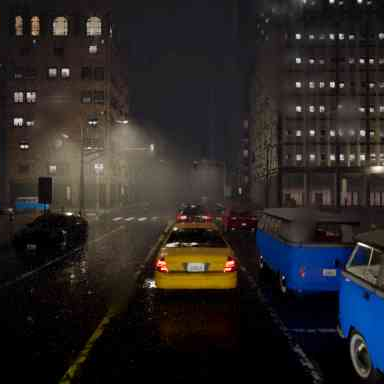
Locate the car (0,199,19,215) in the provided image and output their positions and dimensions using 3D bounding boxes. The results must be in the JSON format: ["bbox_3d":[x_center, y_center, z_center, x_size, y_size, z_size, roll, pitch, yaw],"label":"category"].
[{"bbox_3d":[-19.845,1.620,32.456,4.403,1.369,2.008,0,0,1],"label":"car"}]

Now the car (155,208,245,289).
[{"bbox_3d":[0.097,1.458,9.131,1.801,1.575,5.366,0,0,0],"label":"car"}]

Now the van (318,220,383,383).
[{"bbox_3d":[2.703,1.342,2.795,1.690,1.788,3.998,1,0,0],"label":"van"}]

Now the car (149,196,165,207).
[{"bbox_3d":[-5.683,1.572,51.969,1.802,1.307,4.206,1,0,0],"label":"car"}]

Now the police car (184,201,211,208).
[{"bbox_3d":[0.103,1.505,19.451,2.038,1.542,4.974,0,0,0],"label":"police car"}]

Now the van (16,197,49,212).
[{"bbox_3d":[-19.737,1.524,40.838,3.998,1.788,1.690,0,0,1],"label":"van"}]

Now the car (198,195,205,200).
[{"bbox_3d":[2.697,1.472,91.699,1.752,1.417,4.829,1,0,0],"label":"car"}]

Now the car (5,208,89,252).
[{"bbox_3d":[-5.681,1.567,13.954,1.947,1.339,4.313,1,0,0],"label":"car"}]

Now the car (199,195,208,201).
[{"bbox_3d":[2.697,1.510,80.225,2.008,1.369,4.403,1,0,0],"label":"car"}]

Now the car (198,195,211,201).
[{"bbox_3d":[2.698,1.529,63.271,2.008,1.369,4.403,1,0,0],"label":"car"}]

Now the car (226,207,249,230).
[{"bbox_3d":[2.700,1.545,19.525,1.887,1.381,4.507,1,0,0],"label":"car"}]

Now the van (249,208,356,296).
[{"bbox_3d":[2.703,1.343,8.371,1.690,1.788,3.998,1,0,0],"label":"van"}]

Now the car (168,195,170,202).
[{"bbox_3d":[-5.683,1.560,63.272,1.802,1.307,4.206,1,0,0],"label":"car"}]

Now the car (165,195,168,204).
[{"bbox_3d":[-5.680,1.424,57.621,1.967,1.590,4.097,1,0,0],"label":"car"}]

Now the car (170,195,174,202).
[{"bbox_3d":[-5.683,1.516,74.575,2.008,1.369,4.403,1,0,0],"label":"car"}]

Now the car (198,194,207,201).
[{"bbox_3d":[2.698,1.393,85.878,1.967,1.590,4.097,1,0,0],"label":"car"}]

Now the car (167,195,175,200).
[{"bbox_3d":[-5.684,1.472,91.360,1.752,1.417,4.829,1,0,0],"label":"car"}]

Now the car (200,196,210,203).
[{"bbox_3d":[2.698,1.517,68.923,1.887,1.381,4.507,1,0,0],"label":"car"}]
